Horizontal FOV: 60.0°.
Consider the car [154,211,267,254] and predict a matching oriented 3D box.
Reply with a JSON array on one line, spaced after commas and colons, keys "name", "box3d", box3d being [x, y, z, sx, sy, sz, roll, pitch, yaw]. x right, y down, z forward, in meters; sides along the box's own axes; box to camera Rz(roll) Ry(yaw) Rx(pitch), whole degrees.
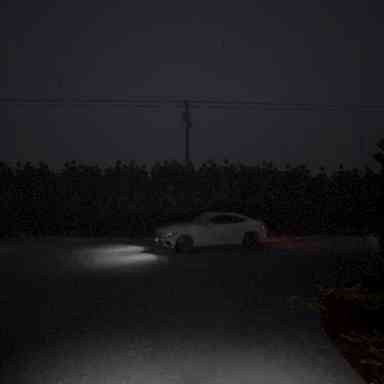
[{"name": "car", "box3d": [0.804, 1.523, 13.429, 4.674, 1.442, 1.812, 0, 0, -23]}]
